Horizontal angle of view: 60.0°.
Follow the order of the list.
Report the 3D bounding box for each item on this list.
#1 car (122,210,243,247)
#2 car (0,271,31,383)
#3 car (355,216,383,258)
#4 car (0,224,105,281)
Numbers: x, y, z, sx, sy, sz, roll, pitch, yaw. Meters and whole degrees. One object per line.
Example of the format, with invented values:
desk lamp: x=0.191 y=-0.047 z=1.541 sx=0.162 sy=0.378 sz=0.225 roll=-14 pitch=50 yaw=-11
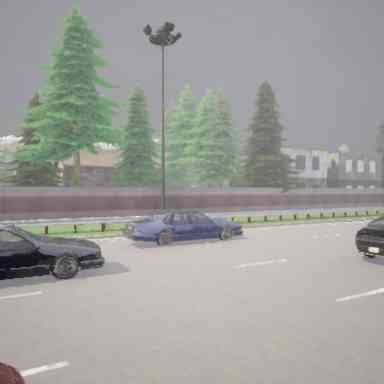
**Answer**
car: x=-0.348 y=1.525 z=14.857 sx=5.357 sy=1.411 sz=2.033 roll=0 pitch=0 yaw=-28
car: x=-3.257 y=1.530 z=1.377 sx=4.674 sy=1.442 sz=1.812 roll=0 pitch=0 yaw=-28
car: x=7.604 y=1.474 z=11.178 sx=4.892 sy=1.490 sz=1.837 roll=-1 pitch=0 yaw=-28
car: x=-5.052 y=1.544 z=8.358 sx=5.357 sy=1.411 sz=2.033 roll=0 pitch=0 yaw=-28
